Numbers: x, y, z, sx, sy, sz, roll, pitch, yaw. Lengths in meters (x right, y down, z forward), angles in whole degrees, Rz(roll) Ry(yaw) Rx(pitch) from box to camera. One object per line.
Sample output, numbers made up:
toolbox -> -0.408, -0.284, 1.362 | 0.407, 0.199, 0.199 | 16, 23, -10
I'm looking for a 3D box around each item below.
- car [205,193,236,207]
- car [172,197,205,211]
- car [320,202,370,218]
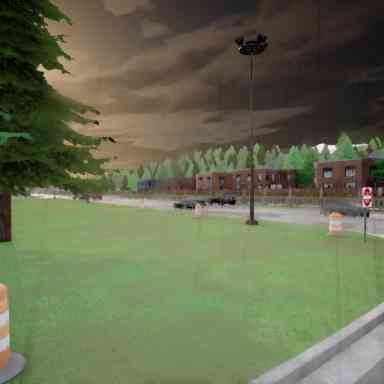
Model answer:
car -> 4.684, 1.221, 53.061 | 2.150, 2.045, 5.566 | 0, 0, -30
car -> -0.720, 1.601, 41.291 | 1.895, 1.301, 4.718 | 0, 0, -30
car -> 13.721, 1.564, 29.987 | 1.994, 1.385, 4.181 | 0, 0, -30
